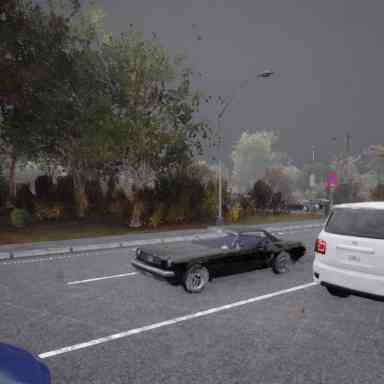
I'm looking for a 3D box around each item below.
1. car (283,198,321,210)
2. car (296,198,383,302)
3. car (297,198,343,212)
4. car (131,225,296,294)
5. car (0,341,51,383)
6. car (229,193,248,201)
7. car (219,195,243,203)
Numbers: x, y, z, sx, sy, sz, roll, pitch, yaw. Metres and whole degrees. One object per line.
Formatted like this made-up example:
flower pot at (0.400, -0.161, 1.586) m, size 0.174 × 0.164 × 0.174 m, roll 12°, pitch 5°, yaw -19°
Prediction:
car at (12.482, 1.492, 38.720) m, size 2.128 × 1.511 × 4.902 m, roll 0°, pitch 0°, yaw -33°
car at (4.997, 1.221, 7.320) m, size 5.566 × 2.045 × 2.150 m, roll 0°, pitch 0°, yaw -35°
car at (15.511, 1.491, 40.505) m, size 2.128 × 1.511 × 4.902 m, roll 0°, pitch 0°, yaw -32°
car at (0.842, 1.601, 8.898) m, size 4.718 × 1.301 × 1.895 m, roll 0°, pitch 0°, yaw -36°
car at (-3.122, 1.526, 1.515) m, size 4.674 × 1.442 × 1.812 m, roll 0°, pitch 0°, yaw -36°
car at (7.235, 1.213, 47.049) m, size 2.150 × 2.045 × 5.566 m, roll 0°, pitch 0°, yaw -32°
car at (7.723, 1.350, 66.264) m, size 2.128 × 1.511 × 4.902 m, roll 0°, pitch 1°, yaw -32°
